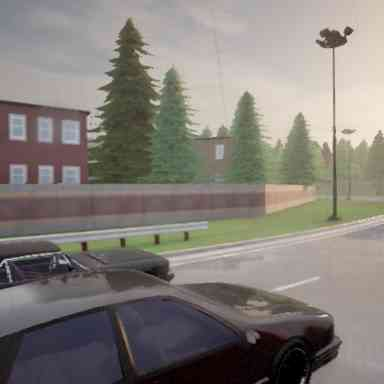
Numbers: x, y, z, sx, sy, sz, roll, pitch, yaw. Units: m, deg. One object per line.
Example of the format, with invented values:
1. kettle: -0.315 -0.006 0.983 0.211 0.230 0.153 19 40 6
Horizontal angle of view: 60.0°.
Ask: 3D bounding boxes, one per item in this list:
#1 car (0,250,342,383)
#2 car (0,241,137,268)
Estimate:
1. car: -0.830 1.532 3.158 5.357 1.411 2.033 -1 1 -36
2. car: -2.706 1.583 6.121 4.718 1.301 1.895 -1 1 -36
